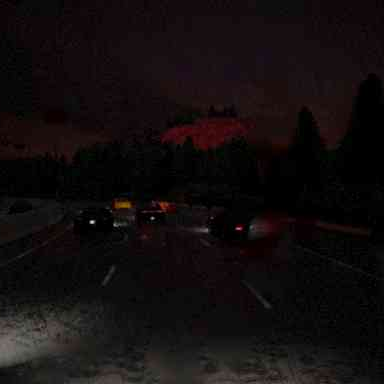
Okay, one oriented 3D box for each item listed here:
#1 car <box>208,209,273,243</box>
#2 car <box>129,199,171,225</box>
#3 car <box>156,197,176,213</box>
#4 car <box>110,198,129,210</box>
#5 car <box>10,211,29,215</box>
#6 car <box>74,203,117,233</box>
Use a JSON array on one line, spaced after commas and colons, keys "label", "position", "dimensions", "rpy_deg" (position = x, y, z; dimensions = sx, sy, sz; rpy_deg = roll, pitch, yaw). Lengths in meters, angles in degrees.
[{"label": "car", "position": [2.124, 1.539, 16.121], "dimensions": [2.033, 1.411, 5.357], "rpy_deg": [0, 0, -9]}, {"label": "car", "position": [-3.114, 1.495, 23.970], "dimensions": [2.128, 1.511, 4.902], "rpy_deg": [0, 0, -13]}, {"label": "car", "position": [-3.297, 1.354, 36.580], "dimensions": [2.097, 1.767, 4.553], "rpy_deg": [0, 0, -19]}, {"label": "car", "position": [-9.144, 1.493, 41.745], "dimensions": [1.882, 1.535, 5.008], "rpy_deg": [0, 0, -24]}, {"label": "car", "position": [-17.709, 1.602, 34.601], "dimensions": [1.994, 1.385, 4.181], "rpy_deg": [0, 0, -22]}, {"label": "car", "position": [-5.701, 1.575, 19.664], "dimensions": [1.994, 1.385, 4.181], "rpy_deg": [0, 0, -11]}]
